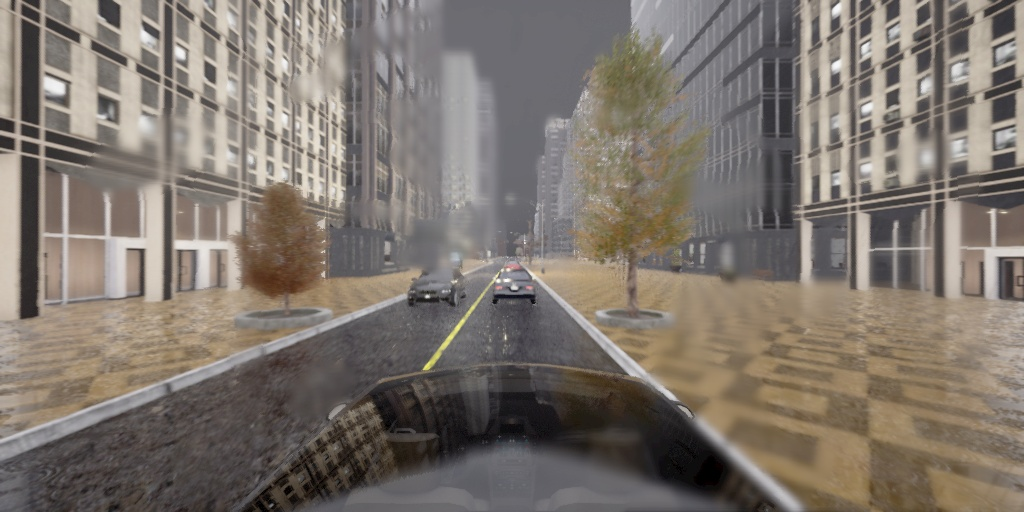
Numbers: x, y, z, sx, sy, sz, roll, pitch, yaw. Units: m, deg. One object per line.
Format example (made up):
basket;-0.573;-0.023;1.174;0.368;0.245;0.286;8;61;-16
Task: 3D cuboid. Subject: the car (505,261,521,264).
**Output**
car;0.118;1.249;43.621;1.994;1.385;4.181;0;0;0

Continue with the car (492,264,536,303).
car;0.092;1.276;16.323;2.033;1.411;5.357;0;0;0

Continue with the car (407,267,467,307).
car;-3.062;1.237;15.457;1.837;1.490;4.892;0;0;0
